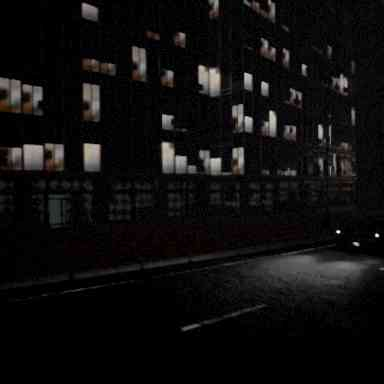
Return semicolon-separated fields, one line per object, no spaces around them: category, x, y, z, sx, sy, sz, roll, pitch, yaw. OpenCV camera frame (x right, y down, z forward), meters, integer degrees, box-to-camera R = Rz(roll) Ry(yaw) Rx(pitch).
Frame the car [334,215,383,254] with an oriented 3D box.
car;7.958;1.679;14.097;4.718;1.301;1.895;0;0;-40
